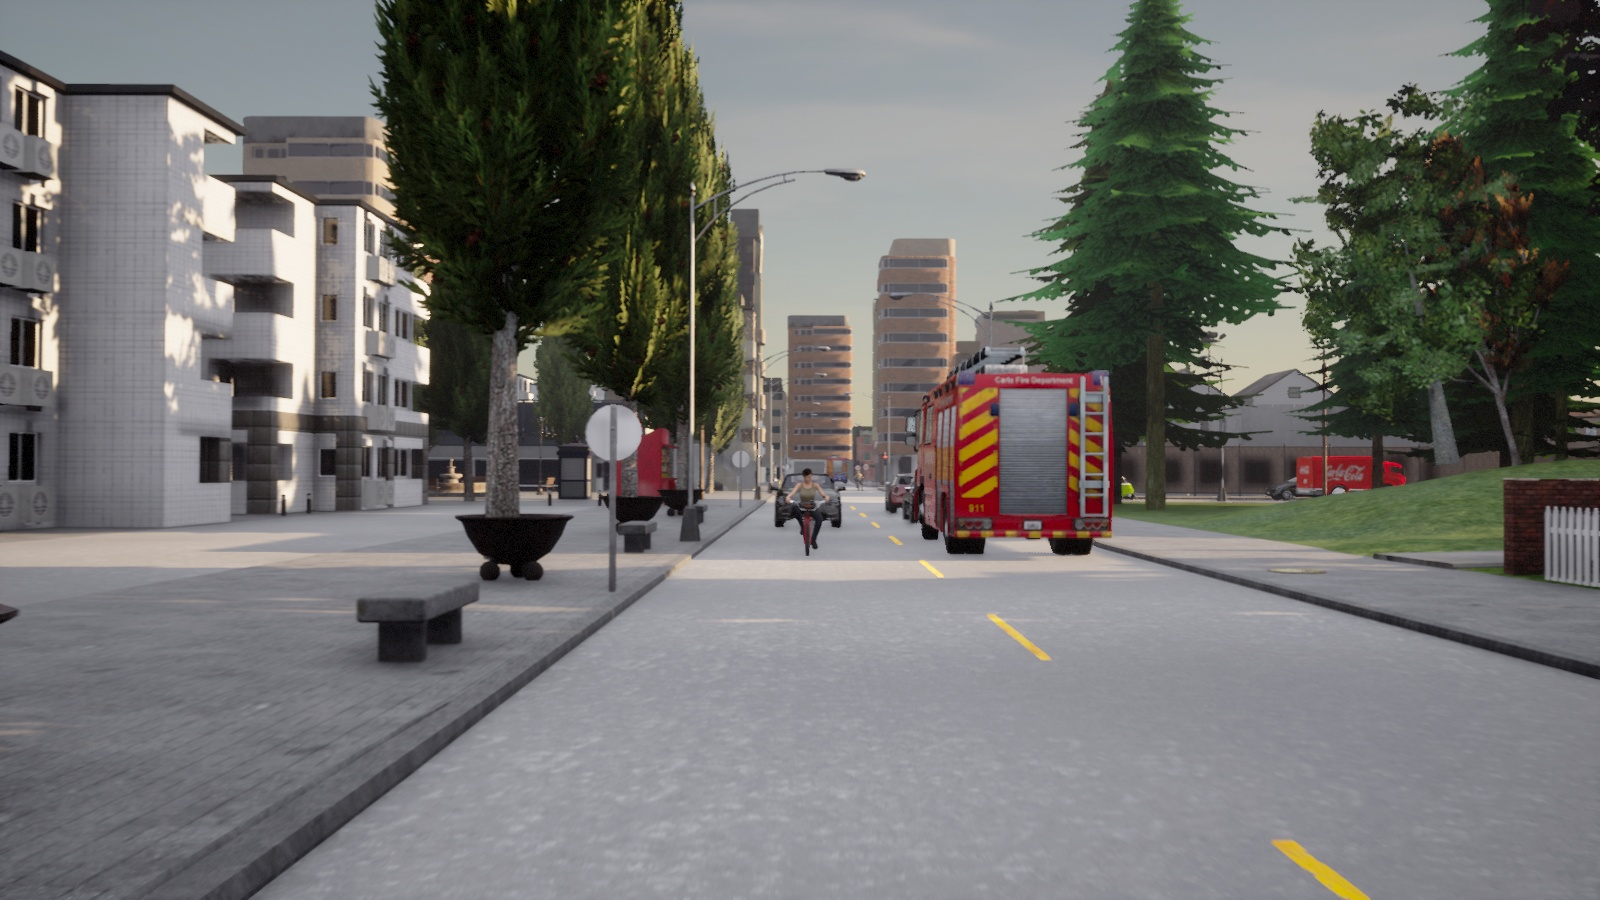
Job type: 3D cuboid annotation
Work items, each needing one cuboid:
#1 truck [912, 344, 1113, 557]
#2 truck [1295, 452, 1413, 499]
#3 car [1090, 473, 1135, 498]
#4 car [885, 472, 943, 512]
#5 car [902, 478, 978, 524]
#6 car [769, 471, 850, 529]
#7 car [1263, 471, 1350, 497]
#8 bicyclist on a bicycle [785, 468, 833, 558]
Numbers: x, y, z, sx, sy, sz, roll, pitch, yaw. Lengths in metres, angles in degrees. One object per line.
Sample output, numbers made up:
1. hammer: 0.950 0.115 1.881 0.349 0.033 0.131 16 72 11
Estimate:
1. truck: 4.197 0.084 26.816 2.891 3.827 8.468 0 -1 0
2. truck: 29.664 1.350 67.378 5.204 2.467 2.627 0 -1 0
3. car: 17.773 2.003 71.461 2.207 1.376 1.481 0 -1 0
4. car: 4.352 1.579 48.593 1.970 1.475 3.806 0 -1 1
5. car: 4.304 1.559 39.350 1.895 1.301 4.718 0 -1 0
6. car: 0.274 1.369 35.768 2.128 1.511 4.902 0 -1 0
7. car: 28.738 1.923 71.376 4.193 1.474 1.816 0 -1 0
8. bicyclist on a bicycle: 0.167 1.142 23.347 0.866 1.612 1.509 0 -1 0
